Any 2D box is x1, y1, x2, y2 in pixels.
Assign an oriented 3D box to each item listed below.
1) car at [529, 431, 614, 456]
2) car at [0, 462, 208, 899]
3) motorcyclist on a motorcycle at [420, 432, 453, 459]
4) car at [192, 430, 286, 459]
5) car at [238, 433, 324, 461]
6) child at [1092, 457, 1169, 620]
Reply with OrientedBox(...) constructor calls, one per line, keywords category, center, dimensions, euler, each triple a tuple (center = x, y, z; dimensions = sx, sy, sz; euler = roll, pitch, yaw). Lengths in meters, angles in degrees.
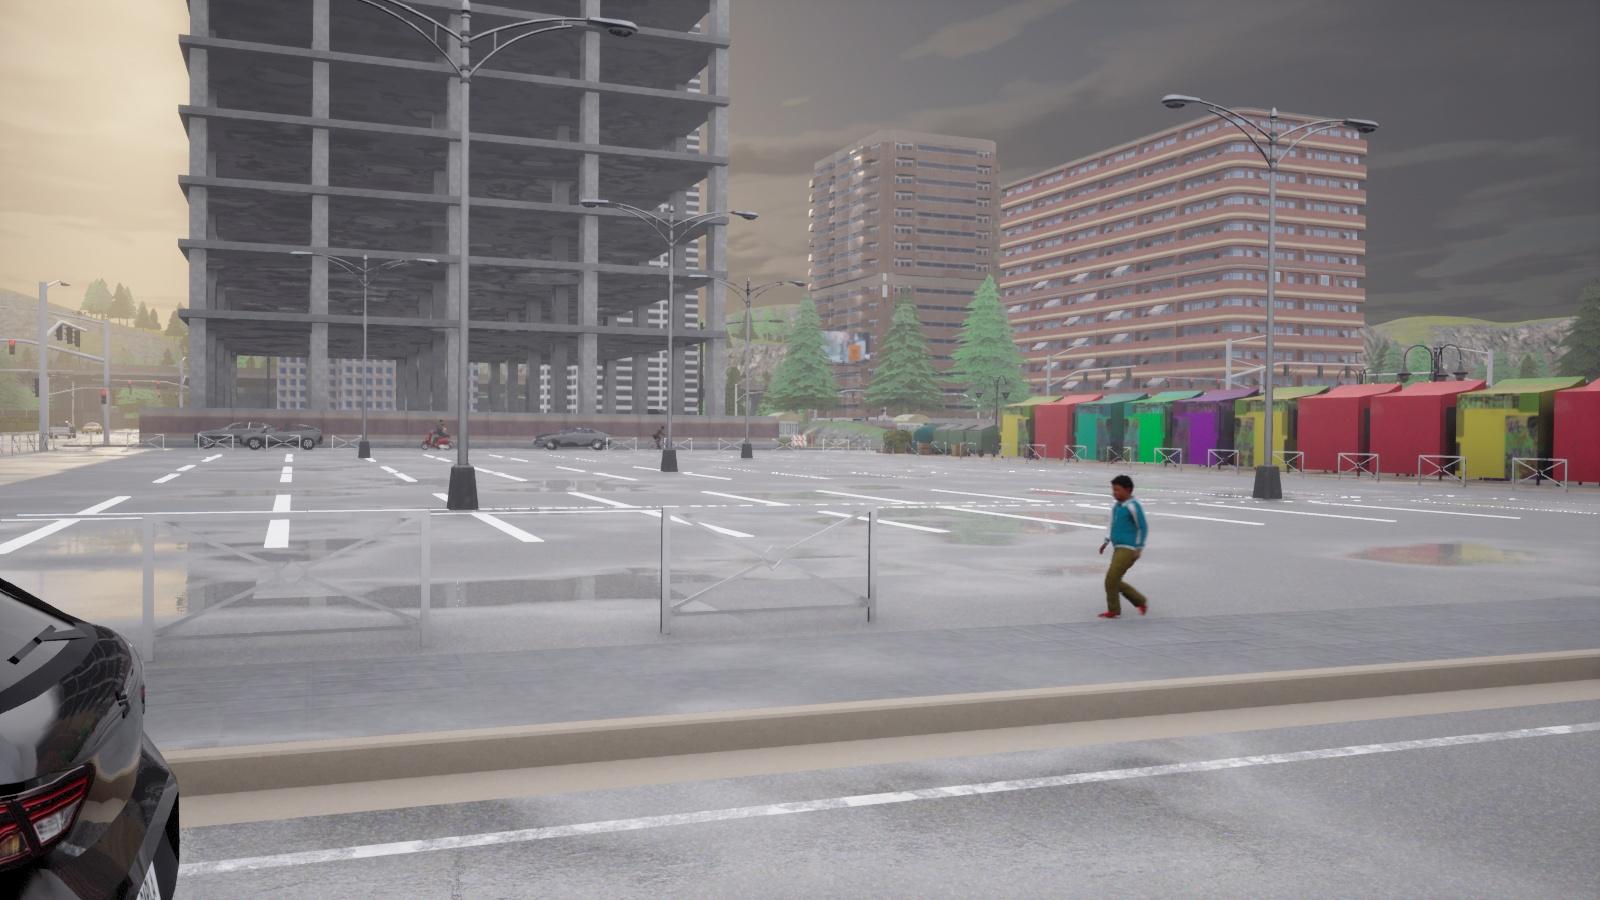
OrientedBox(category="car", center=(-14.387, -0.433, 79.051), dimensions=(4.902, 1.511, 2.128), euler=(-1, 1, -22))
OrientedBox(category="car", center=(-3.322, 0.815, 1.970), dimensions=(4.193, 1.474, 1.816), euler=(-1, 1, -21))
OrientedBox(category="motorcyclist on a motorcycle", center=(-21.978, -0.302, 75.942), dimensions=(1.817, 1.590, 0.866), euler=(-1, 1, -22))
OrientedBox(category="car", center=(-33.451, -0.338, 75.023), dimensions=(5.027, 1.651, 2.152), euler=(-1, 1, -22))
OrientedBox(category="car", center=(-29.989, -0.169, 72.661), dimensions=(4.514, 1.525, 2.007), euler=(-1, 1, -22))
OrientedBox(category="child", center=(2.487, 0.656, 9.469), dimensions=(0.448, 1.192, 0.343), euler=(-1, 1, -13))
